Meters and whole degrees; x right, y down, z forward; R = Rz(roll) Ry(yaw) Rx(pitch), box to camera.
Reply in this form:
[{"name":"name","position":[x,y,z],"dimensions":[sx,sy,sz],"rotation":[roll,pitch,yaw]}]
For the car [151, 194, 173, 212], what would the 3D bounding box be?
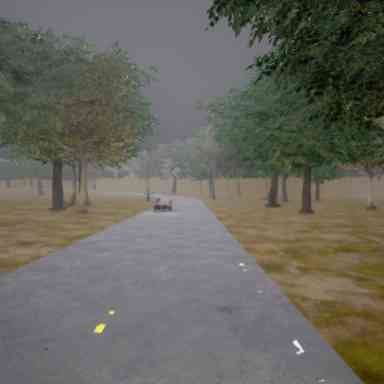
[{"name":"car","position":[-3.087,1.287,36.272],"dimensions":[1.882,1.535,5.008],"rotation":[0,0,0]}]
